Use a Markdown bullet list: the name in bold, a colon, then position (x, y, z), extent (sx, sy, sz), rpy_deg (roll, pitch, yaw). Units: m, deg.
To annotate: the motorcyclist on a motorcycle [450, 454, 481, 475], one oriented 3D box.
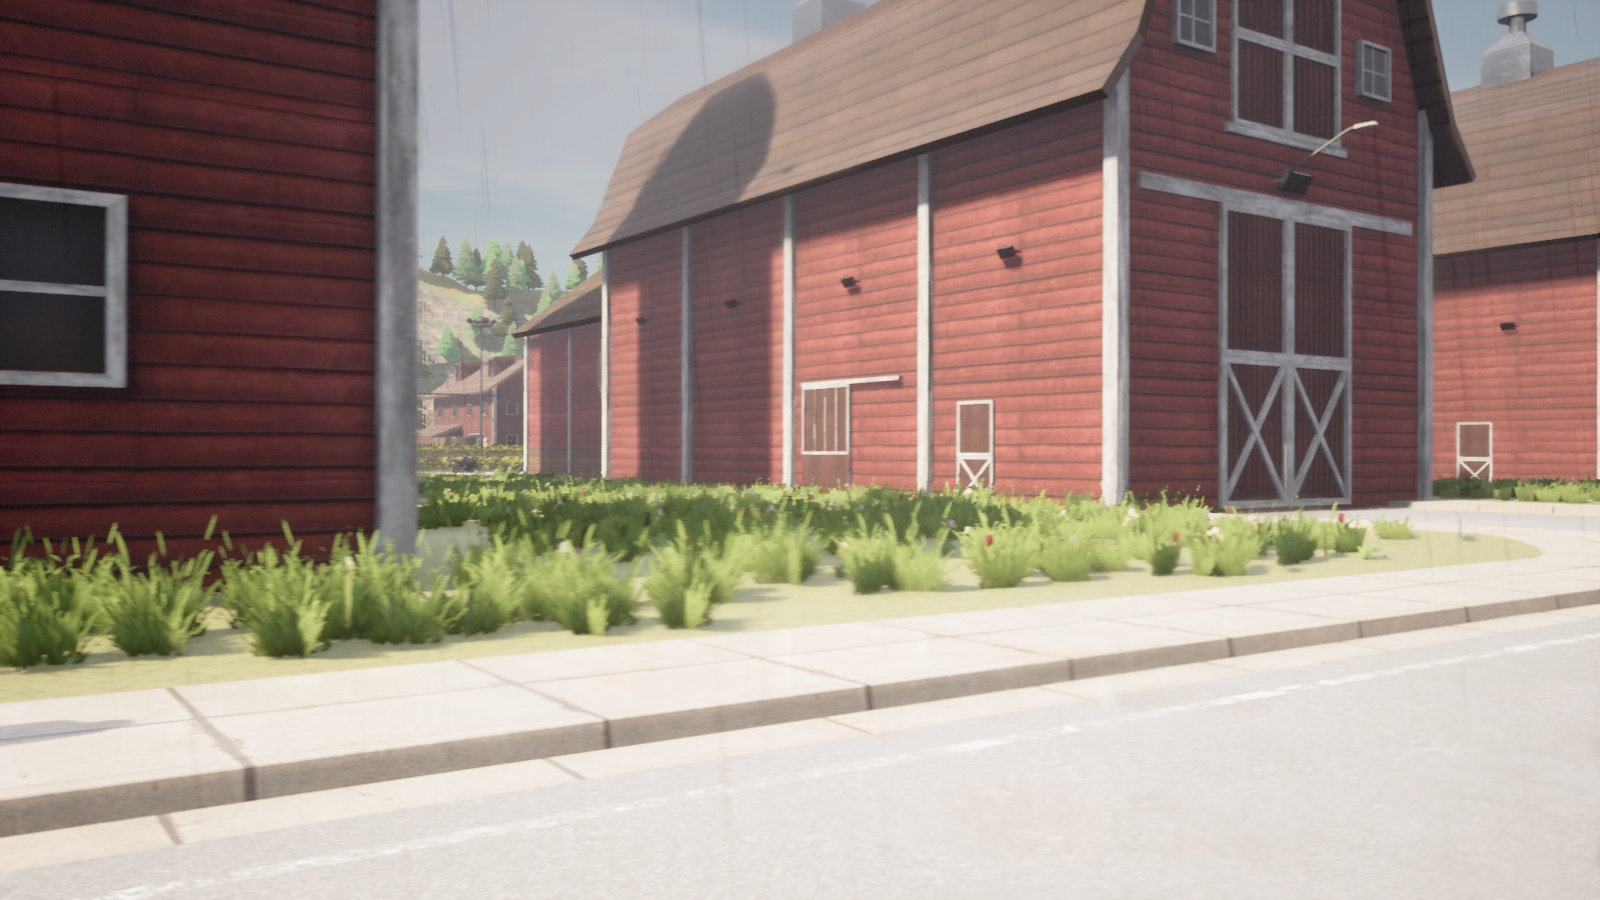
- **motorcyclist on a motorcycle**: position (-24.170, 1.028, 90.753), extent (2.044, 1.523, 0.797), rpy_deg (0, 0, -34)
